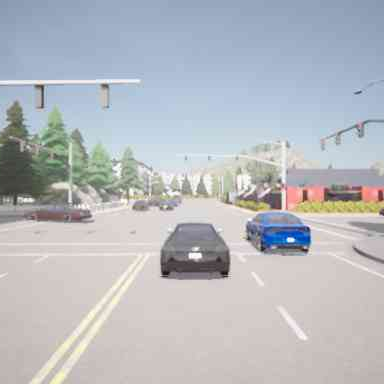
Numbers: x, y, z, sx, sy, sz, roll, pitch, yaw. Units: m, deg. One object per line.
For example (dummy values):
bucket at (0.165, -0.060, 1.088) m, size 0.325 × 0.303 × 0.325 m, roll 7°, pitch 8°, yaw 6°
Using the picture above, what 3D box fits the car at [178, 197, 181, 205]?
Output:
car at (-3.535, 2.027, 60.884) m, size 2.033 × 1.411 × 5.357 m, roll 0°, pitch 0°, yaw 1°

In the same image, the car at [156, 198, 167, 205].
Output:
car at (-6.999, 2.128, 76.578) m, size 1.994 × 1.385 × 4.181 m, roll 0°, pitch 0°, yaw 0°

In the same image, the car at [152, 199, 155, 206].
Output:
car at (-7.034, 1.964, 61.847) m, size 1.882 × 1.535 × 5.008 m, roll 0°, pitch 0°, yaw 0°

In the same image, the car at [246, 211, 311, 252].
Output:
car at (3.598, 1.588, 14.604) m, size 1.882 × 1.535 × 5.008 m, roll 0°, pitch 0°, yaw 0°

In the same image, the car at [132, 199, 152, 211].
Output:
car at (-7.083, 1.866, 45.851) m, size 1.837 × 1.490 × 4.892 m, roll 0°, pitch 0°, yaw 0°

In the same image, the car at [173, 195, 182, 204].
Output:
car at (-3.499, 1.807, 76.499) m, size 2.150 × 2.045 × 5.566 m, roll 0°, pitch 0°, yaw 0°

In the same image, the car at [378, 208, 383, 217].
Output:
car at (20.095, 1.694, 31.083) m, size 4.892 × 1.490 × 1.837 m, roll 0°, pitch 0°, yaw 0°

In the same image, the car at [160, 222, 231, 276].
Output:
car at (0.092, 1.649, 10.700) m, size 1.994 × 1.385 × 4.181 m, roll 0°, pitch 0°, yaw 0°

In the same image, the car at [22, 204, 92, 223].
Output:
car at (-10.953, 1.724, 27.160) m, size 5.357 × 1.411 × 2.033 m, roll 0°, pitch -1°, yaw 9°

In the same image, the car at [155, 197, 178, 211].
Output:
car at (-3.581, 1.861, 47.151) m, size 2.128 × 1.511 × 4.902 m, roll 0°, pitch 0°, yaw 0°
